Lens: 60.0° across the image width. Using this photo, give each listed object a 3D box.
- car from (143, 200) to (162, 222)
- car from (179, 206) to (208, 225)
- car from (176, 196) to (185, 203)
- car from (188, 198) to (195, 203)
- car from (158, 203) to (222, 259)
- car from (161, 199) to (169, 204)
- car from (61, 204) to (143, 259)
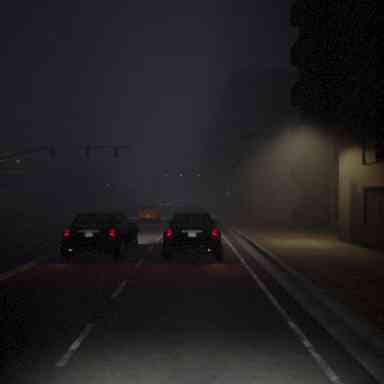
[{"bbox_3d":[-3.869,1.793,29.184,1.882,1.535,5.008,0,0,-7],"label":"car"},{"bbox_3d":[0.253,1.905,28.189,1.895,1.301,4.718,0,-1,7],"label":"car"},{"bbox_3d":[-3.525,2.520,93.591,2.128,1.511,4.902,0,-1,0],"label":"car"},{"bbox_3d":[-0.025,2.565,94.449,1.994,1.385,4.181,0,-1,0],"label":"car"},{"bbox_3d":[0.015,1.497,13.409,2.097,1.767,4.553,0,-1,0],"label":"car"},{"bbox_3d":[-7.023,2.496,87.715,1.994,1.385,4.181,0,-1,0],"label":"car"},{"bbox_3d":[-3.485,1.497,13.408,2.097,1.767,4.553,0,-1,0],"label":"car"}]
